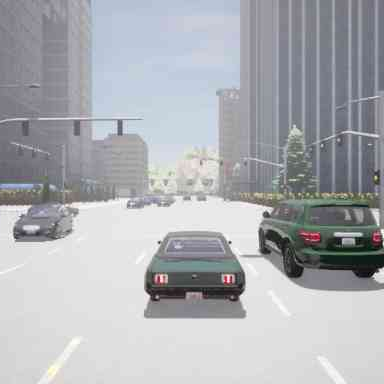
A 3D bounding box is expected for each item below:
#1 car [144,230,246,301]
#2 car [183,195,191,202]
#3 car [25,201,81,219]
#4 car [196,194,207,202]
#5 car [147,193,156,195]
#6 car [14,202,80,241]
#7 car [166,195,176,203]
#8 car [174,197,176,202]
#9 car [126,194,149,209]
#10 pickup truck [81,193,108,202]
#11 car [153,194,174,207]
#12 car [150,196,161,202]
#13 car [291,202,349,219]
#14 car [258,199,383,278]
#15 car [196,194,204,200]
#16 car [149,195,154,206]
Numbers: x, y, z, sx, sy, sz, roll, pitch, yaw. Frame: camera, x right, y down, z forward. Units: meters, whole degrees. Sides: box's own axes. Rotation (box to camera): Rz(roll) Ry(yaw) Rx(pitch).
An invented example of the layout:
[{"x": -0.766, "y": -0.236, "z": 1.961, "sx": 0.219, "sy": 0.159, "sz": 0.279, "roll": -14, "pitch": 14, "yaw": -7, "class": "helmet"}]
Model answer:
[{"x": 0.065, "y": 1.601, "z": 8.255, "sx": 1.895, "sy": 1.301, "sz": 4.718, "roll": 0, "pitch": 0, "yaw": 0, "class": "car"}, {"x": -1.201, "y": 1.500, "z": 78.449, "sx": 1.837, "sy": 1.490, "sz": 4.892, "roll": 0, "pitch": 0, "yaw": -1, "class": "car"}, {"x": -11.981, "y": 1.564, "z": 28.916, "sx": 4.181, "sy": 1.385, "sz": 1.994, "roll": 0, "pitch": 0, "yaw": -13, "class": "car"}, {"x": 2.295, "y": 1.348, "z": 78.721, "sx": 2.097, "sy": 1.767, "sz": 4.553, "roll": 0, "pitch": 0, "yaw": -1, "class": "car"}, {"x": -8.036, "y": 1.221, "z": 64.937, "sx": 2.150, "sy": 2.045, "sz": 5.566, "roll": 0, "pitch": 0, "yaw": 0, "class": "car"}, {"x": -7.365, "y": 1.491, "z": 16.958, "sx": 2.128, "sy": 1.511, "sz": 4.902, "roll": 0, "pitch": 0, "yaw": -8, "class": "car"}, {"x": -4.616, "y": 1.478, "z": 72.771, "sx": 1.882, "sy": 1.535, "sz": 5.008, "roll": 0, "pitch": 0, "yaw": -1, "class": "car"}, {"x": -4.518, "y": 1.491, "z": 62.462, "sx": 2.128, "sy": 1.511, "sz": 4.902, "roll": 0, "pitch": 0, "yaw": 0, "class": "car"}, {"x": -7.869, "y": 1.491, "z": 46.544, "sx": 2.128, "sy": 1.511, "sz": 4.902, "roll": 0, "pitch": 0, "yaw": 1, "class": "car"}, {"x": -21.247, "y": 1.059, "z": 73.288, "sx": 2.390, "sy": 2.098, "sz": 6.274, "roll": 0, "pitch": 0, "yaw": 30, "class": "pickup truck"}, {"x": -4.393, "y": 1.491, "z": 52.207, "sx": 2.128, "sy": 1.511, "sz": 4.902, "roll": 0, "pitch": 0, "yaw": -1, "class": "car"}, {"x": -8.149, "y": 1.552, "z": 74.920, "sx": 1.994, "sy": 1.385, "sz": 4.181, "roll": 0, "pitch": 0, "yaw": -1, "class": "car"}, {"x": 10.811, "y": 1.564, "z": 28.337, "sx": 4.181, "sy": 1.385, "sz": 1.994, "roll": 0, "pitch": 0, "yaw": 0, "class": "car"}, {"x": 3.575, "y": 1.221, "z": 10.288, "sx": 2.150, "sy": 2.045, "sz": 5.566, "roll": 0, "pitch": 0, "yaw": 0, "class": "car"}, {"x": 2.138, "y": 1.386, "z": 89.002, "sx": 1.882, "sy": 1.535, "sz": 5.008, "roll": 0, "pitch": 0, "yaw": -1, "class": "car"}, {"x": -7.938, "y": 1.564, "z": 55.455, "sx": 1.994, "sy": 1.385, "sz": 4.181, "roll": 0, "pitch": 0, "yaw": -1, "class": "car"}]
